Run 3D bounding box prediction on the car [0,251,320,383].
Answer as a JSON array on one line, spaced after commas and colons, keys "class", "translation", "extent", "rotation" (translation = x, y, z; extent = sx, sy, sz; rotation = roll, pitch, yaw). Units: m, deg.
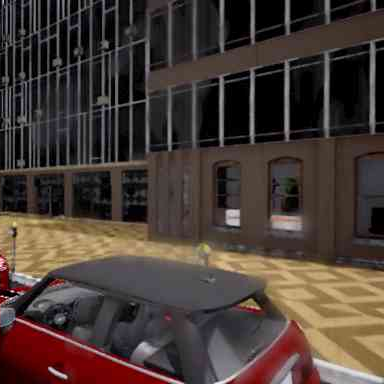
[{"class": "car", "translation": [-0.911, 1.419, 3.525], "extent": [4.097, 1.590, 1.967], "rotation": [1, 0, 35]}]
